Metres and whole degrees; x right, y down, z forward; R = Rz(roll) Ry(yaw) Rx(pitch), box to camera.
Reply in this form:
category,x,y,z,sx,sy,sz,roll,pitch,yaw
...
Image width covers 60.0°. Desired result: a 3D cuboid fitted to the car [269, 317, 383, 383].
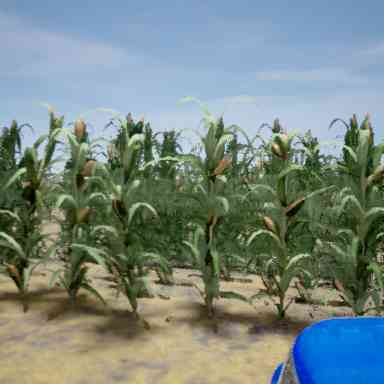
category,x,y,z,sx,sy,sz,roll,pitch,yaw
car,3.236,1.405,1.724,5.566,2.045,2.150,2,-1,8
